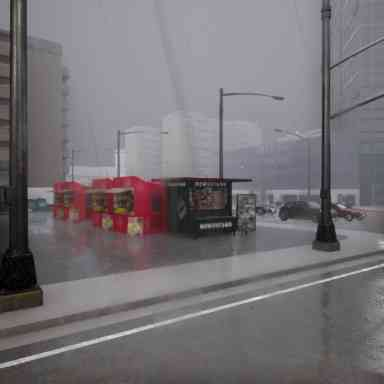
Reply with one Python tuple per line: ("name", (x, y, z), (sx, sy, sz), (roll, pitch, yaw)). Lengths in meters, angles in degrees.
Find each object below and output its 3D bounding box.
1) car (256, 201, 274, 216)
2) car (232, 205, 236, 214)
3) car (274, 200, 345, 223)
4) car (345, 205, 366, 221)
("car", (6.804, 1.704, 35.722), (2.128, 1.511, 4.902), (0, -1, -36))
("car", (3.196, 1.756, 34.724), (1.812, 1.442, 4.674), (0, -1, -35))
("car", (9.192, 1.459, 26.440), (2.097, 1.767, 4.553), (0, -1, -36))
("car", (12.232, 1.632, 28.209), (1.812, 1.442, 4.674), (0, -1, -36))
